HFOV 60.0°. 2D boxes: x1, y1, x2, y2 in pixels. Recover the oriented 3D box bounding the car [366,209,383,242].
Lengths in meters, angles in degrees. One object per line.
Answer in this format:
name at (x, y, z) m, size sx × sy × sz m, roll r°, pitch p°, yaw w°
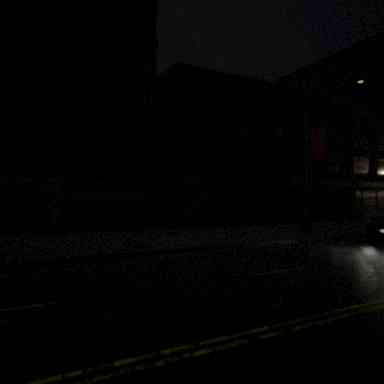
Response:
car at (11.082, 1.423, 16.394) m, size 5.566 × 2.045 × 2.150 m, roll 0°, pitch -1°, yaw -28°
